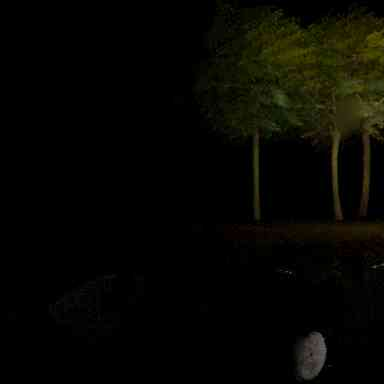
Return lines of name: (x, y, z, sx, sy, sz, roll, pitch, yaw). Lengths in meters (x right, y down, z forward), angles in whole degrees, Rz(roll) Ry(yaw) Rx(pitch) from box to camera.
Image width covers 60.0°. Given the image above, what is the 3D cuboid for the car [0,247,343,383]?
car: (-0.318, 1.473, 3.772, 5.008, 1.535, 1.882, 0, 0, -36)
